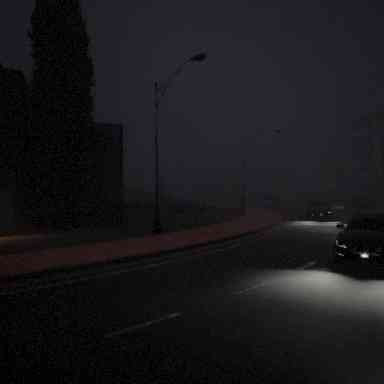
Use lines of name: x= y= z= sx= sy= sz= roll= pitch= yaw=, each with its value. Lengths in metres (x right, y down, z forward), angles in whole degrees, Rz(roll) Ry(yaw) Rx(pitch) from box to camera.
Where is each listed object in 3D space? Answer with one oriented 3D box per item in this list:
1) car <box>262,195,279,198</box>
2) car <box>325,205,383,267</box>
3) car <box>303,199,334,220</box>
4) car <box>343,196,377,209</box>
car: x=12.426 y=0.792 z=50.876 sx=2.128 sy=1.511 sz=4.902 roll=-1 pitch=0 yaw=-20
car: x=5.973 y=1.408 z=10.705 sx=1.837 sy=1.490 sz=4.892 roll=0 pitch=1 yaw=36
car: x=9.621 y=1.306 z=25.466 sx=1.837 sy=1.490 sz=4.892 roll=0 pitch=1 yaw=15
car: x=18.289 y=1.173 z=36.447 sx=2.128 sy=1.511 sz=4.902 roll=0 pitch=0 yaw=0
